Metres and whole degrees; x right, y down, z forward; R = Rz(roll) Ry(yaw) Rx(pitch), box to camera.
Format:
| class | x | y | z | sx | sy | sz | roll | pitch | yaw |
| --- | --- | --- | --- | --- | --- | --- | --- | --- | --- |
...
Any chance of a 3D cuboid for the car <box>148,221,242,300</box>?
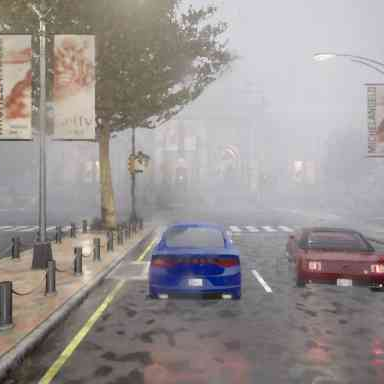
| class | x | y | z | sx | sy | sz | roll | pitch | yaw |
| --- | --- | --- | --- | --- | --- | --- | --- | --- | --- |
| car | 0.071 | 1.478 | 8.470 | 1.882 | 1.535 | 5.008 | 0 | 0 | 0 |

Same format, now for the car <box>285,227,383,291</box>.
| class | x | y | z | sx | sy | sz | roll | pitch | yaw |
| --- | --- | --- | --- | --- | --- | --- | --- | --- | --- |
| car | 3.677 | 1.601 | 9.097 | 1.895 | 1.301 | 4.718 | 0 | 0 | 13 |
